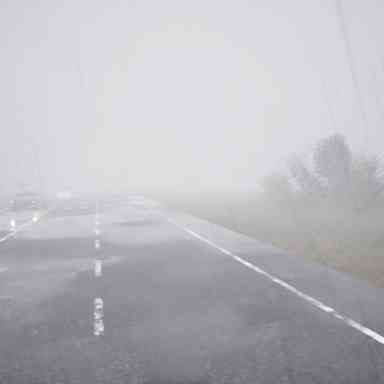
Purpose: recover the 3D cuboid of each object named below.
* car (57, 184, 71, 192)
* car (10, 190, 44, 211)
[{"bbox_3d":[-21.906,-0.695,57.074,1.994,1.385,4.181,-2,3,-17],"label":"car"},{"bbox_3d":[-13.221,0.656,26.877,1.837,1.490,4.892,-3,3,-16],"label":"car"}]
